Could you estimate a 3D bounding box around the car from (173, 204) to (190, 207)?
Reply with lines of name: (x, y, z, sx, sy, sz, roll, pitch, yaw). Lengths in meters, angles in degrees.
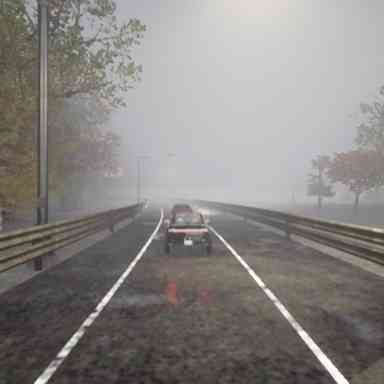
car: (-0.918, 1.761, 29.619, 1.882, 1.535, 5.008, 0, 0, -4)

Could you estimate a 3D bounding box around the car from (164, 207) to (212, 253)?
car: (-0.197, 1.629, 14.386, 2.128, 1.511, 4.902, 0, 0, -2)
